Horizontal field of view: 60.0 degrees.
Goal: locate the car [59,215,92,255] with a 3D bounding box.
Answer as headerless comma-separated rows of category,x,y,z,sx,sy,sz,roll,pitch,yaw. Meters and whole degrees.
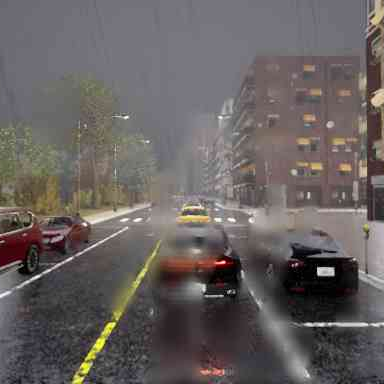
car,-5.293,1.596,13.401,1.802,1.307,4.206,1,0,0

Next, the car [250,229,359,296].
car,2.582,1.575,8.494,1.947,1.339,4.313,1,0,0

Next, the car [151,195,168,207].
car,-5.249,1.610,51.516,1.887,1.381,4.507,1,0,0

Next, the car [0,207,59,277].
car,-5.296,1.323,7.747,2.192,1.841,5.009,1,0,0

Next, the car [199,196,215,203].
car,2.633,1.618,52.311,2.008,1.369,4.403,1,0,0

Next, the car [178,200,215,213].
car,0.121,1.477,19.043,1.801,1.575,5.366,0,0,0

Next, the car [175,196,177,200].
car,-5.210,1.681,85.572,2.008,1.369,4.403,1,0,0

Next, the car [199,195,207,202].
car,2.666,1.560,80.727,1.967,1.590,4.097,1,0,0

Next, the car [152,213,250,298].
car,0.109,1.514,8.509,1.837,1.490,4.892,0,0,0

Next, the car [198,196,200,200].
car,2.652,1.679,69.360,1.802,1.307,4.206,1,0,0

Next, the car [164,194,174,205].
car,-5.233,1.400,62.868,2.192,1.841,5.009,1,0,0
